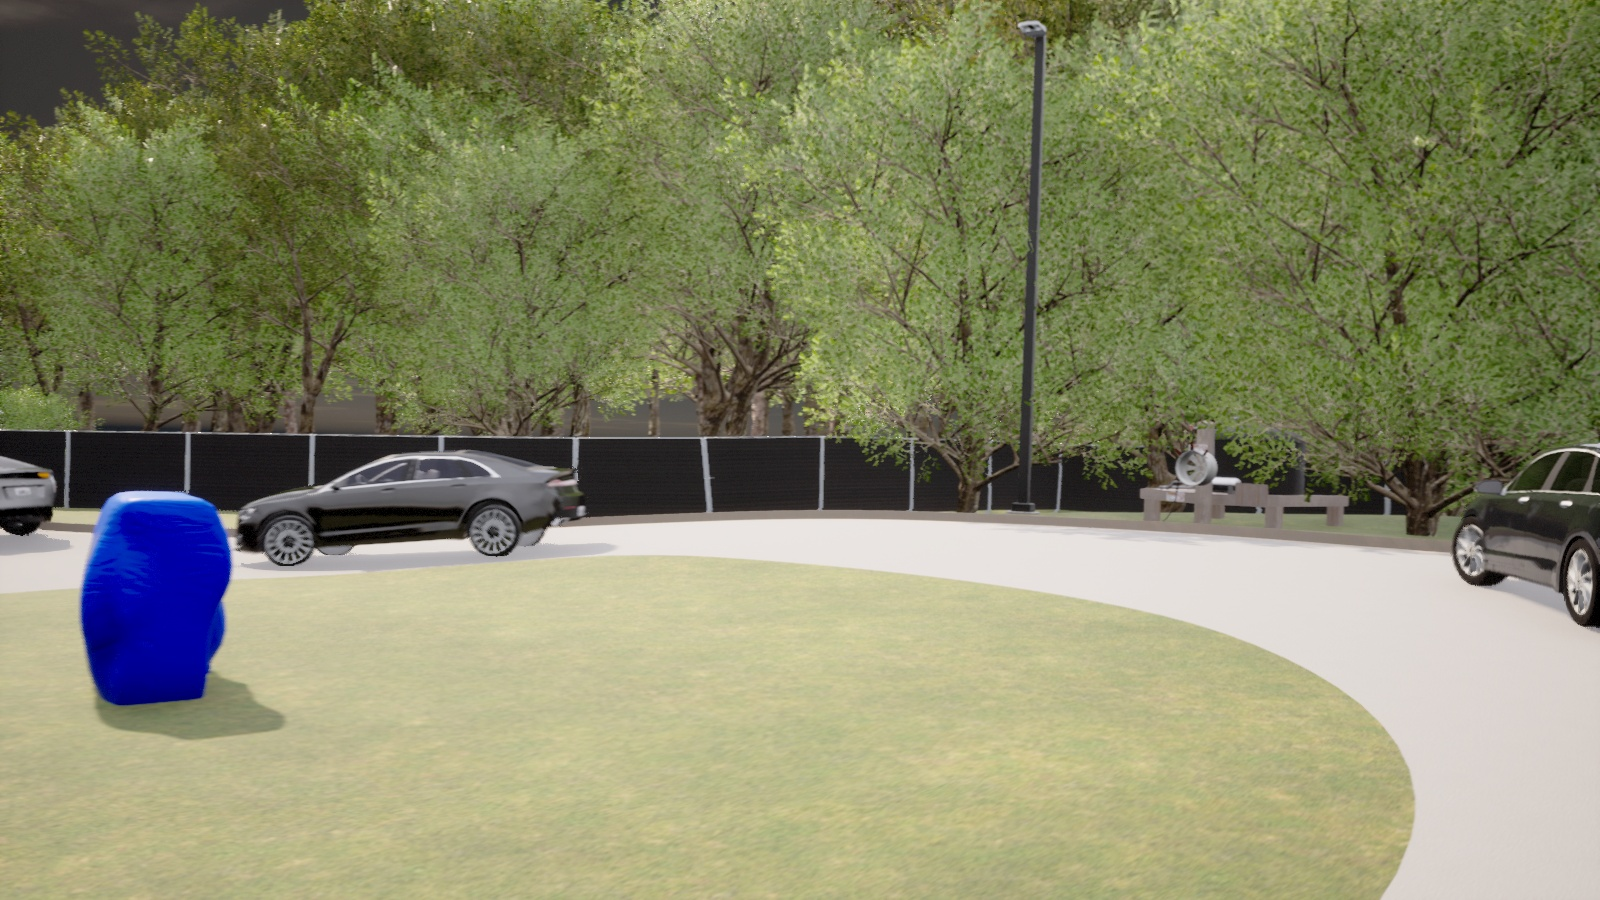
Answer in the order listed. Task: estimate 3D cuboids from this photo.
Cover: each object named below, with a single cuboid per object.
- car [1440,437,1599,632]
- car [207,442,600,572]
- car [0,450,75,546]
[{"bbox_3d":[7.465,0.654,11.272,1.837,1.490,4.892,1,1,12],"label":"car"},{"bbox_3d":[-5.543,0.772,18.056,4.902,1.511,2.128,-3,0,1],"label":"car"},{"bbox_3d":[-15.233,0.747,21.646,4.514,1.525,2.007,2,1,12],"label":"car"}]
